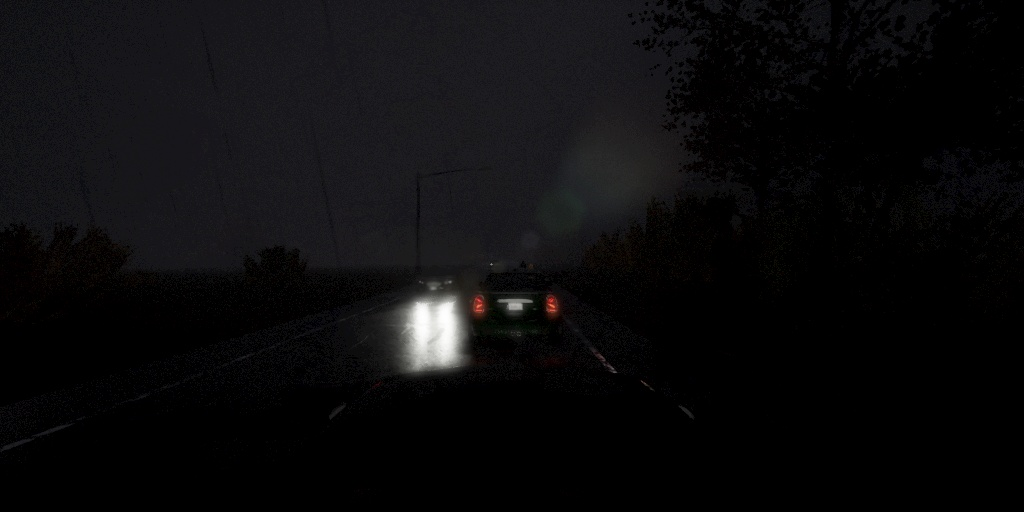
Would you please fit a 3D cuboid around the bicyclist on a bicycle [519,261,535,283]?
[{"bbox_3d":[0.903,1.181,17.107,0.866,1.612,1.509,0,0,0],"label":"bicyclist on a bicycle"}]

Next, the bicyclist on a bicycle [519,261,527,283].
[{"bbox_3d":[0.840,1.193,27.224,0.582,1.620,1.656,0,0,0],"label":"bicyclist on a bicycle"}]

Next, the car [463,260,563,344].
[{"bbox_3d":[0.072,1.099,9.763,2.097,1.767,4.553,0,0,0],"label":"car"}]

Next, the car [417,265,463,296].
[{"bbox_3d":[-3.672,1.235,19.105,2.128,1.511,4.902,0,0,0],"label":"car"}]
